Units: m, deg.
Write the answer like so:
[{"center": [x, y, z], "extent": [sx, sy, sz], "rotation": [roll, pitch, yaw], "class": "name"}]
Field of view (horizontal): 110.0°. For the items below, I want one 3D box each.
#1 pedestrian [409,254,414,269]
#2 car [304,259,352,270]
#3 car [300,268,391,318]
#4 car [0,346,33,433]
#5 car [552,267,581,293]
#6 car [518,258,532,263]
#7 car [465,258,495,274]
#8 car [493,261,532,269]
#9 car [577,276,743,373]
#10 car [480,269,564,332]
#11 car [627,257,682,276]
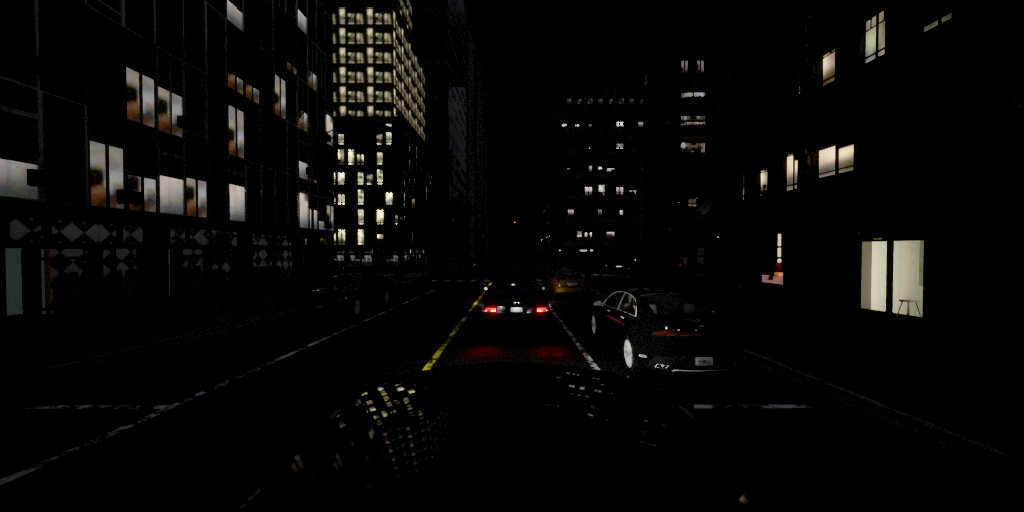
[{"center": [-12.629, 0.669, 45.140], "extent": [0.375, 1.860, 0.375], "rotation": [0, 0, 1], "class": "pedestrian"}, {"center": [-18.855, 1.097, 36.487], "extent": [5.008, 1.535, 1.882], "rotation": [1, 1, 1], "class": "car"}, {"center": [-5.843, 1.292, 13.094], "extent": [1.888, 1.381, 4.507], "rotation": [0, 0, 0], "class": "car"}, {"center": [-5.796, 1.300, 1.804], "extent": [2.007, 1.370, 4.403], "rotation": [0, 0, 0], "class": "car"}, {"center": [2.786, 1.271, 18.866], "extent": [1.751, 1.417, 4.829], "rotation": [0, 0, 0], "class": "car"}, {"center": [2.577, 1.288, 62.305], "extent": [2.007, 1.370, 4.403], "rotation": [0, 0, 0], "class": "car"}, {"center": [-3.090, 1.092, 40.809], "extent": [4.553, 1.767, 2.097], "rotation": [0, 0, -43], "class": "car"}, {"center": [0.057, 1.249, 21.267], "extent": [1.837, 1.490, 4.892], "rotation": [0, 0, 0], "class": "car"}, {"center": [2.807, 1.299, 7.407], "extent": [2.007, 1.370, 4.403], "rotation": [0, 0, 0], "class": "car"}, {"center": [0.085, 1.295, 10.845], "extent": [2.033, 1.411, 5.357], "rotation": [0, 0, 0], "class": "car"}, {"center": [15.565, 1.081, 39.265], "extent": [5.566, 2.045, 2.150], "rotation": [1, 1, 1], "class": "car"}]
